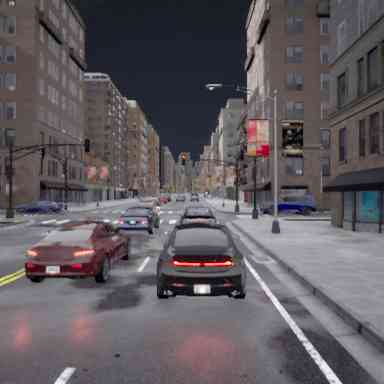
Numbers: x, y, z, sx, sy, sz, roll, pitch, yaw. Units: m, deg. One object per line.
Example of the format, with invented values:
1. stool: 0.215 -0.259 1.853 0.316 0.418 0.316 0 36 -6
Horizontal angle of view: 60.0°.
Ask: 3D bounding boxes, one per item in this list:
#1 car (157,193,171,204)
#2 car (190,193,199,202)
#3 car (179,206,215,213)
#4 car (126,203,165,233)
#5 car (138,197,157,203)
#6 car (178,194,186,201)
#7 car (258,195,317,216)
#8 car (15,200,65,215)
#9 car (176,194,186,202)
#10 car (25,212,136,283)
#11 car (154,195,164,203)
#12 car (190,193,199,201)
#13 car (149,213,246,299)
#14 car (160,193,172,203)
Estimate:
1. car: -6.006 1.279 64.770 2.150 2.045 5.566 0 0 1
2. car: 0.627 1.585 75.397 1.812 1.442 4.674 0 0 0
3. car: 0.288 1.517 17.860 2.128 1.511 4.902 0 0 -1
4. car: -2.961 1.574 19.167 2.033 1.411 5.357 0 0 0
5. car: -6.218 1.648 44.097 1.895 1.301 4.718 0 0 0
6. car: -2.556 1.373 85.663 1.882 1.535 5.008 0 0 0
7. car: 9.448 1.338 33.051 5.566 2.045 2.150 0 -1 -1
8. car: -15.201 1.542 33.270 4.674 1.442 1.812 0 -1 0
9. car: -2.632 1.606 75.660 1.994 1.385 4.181 0 0 0
10. car: -3.028 1.541 9.599 1.812 1.442 4.674 0 0 1
11. car: -6.133 1.579 54.108 1.812 1.442 4.674 0 0 1
12. car: 0.695 1.288 85.666 2.150 2.045 5.566 0 0 0
13. car: 0.204 1.519 8.464 1.837 1.490 4.892 0 0 0
14. car: -5.883 1.283 75.462 2.150 2.045 5.566 0 0 0
